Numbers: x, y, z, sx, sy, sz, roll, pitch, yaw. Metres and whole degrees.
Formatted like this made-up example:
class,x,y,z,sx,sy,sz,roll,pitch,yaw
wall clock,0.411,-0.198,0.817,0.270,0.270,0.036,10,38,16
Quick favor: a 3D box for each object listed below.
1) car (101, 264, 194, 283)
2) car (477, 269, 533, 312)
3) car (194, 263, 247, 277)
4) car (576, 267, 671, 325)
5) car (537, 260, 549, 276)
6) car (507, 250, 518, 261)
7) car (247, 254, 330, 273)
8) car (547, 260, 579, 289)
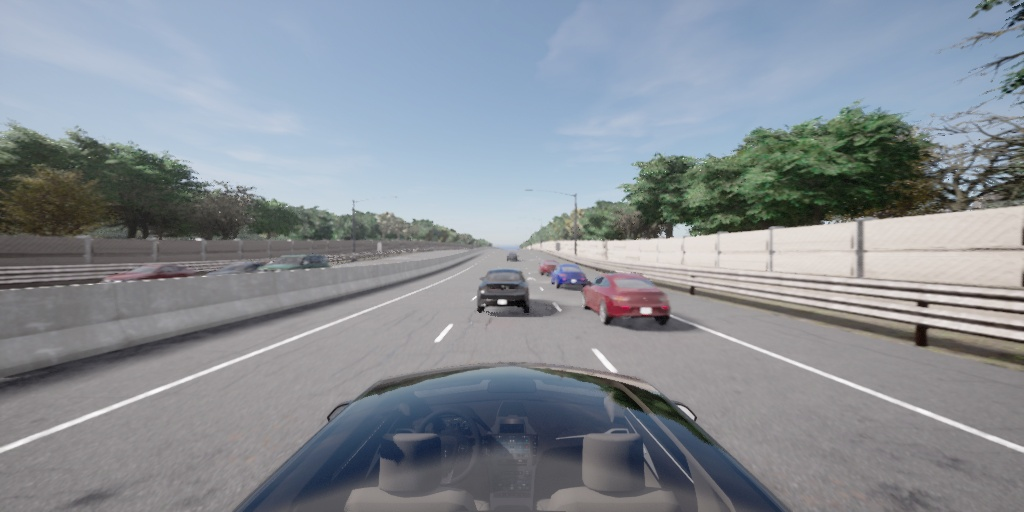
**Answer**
class,x,y,z,sx,sy,sz,roll,pitch,yaw
car,-21.092,1.228,21.182,1.812,1.442,4.674,0,0,0
car,-0.246,1.234,14.141,1.837,1.490,4.892,0,1,2
car,-17.591,1.192,23.465,1.837,1.490,4.892,0,0,0
car,3.501,1.257,11.665,1.812,1.442,4.674,0,0,0
car,3.504,1.057,33.654,1.812,1.442,4.674,0,1,0
car,0.057,0.019,61.733,2.128,1.511,4.902,0,3,0
car,-14.093,0.910,23.480,2.150,2.045,5.566,0,0,0
car,3.503,1.217,22.663,1.812,1.442,4.674,0,1,0
